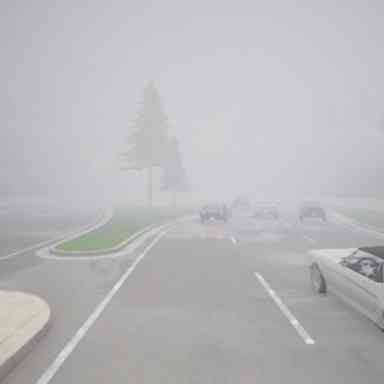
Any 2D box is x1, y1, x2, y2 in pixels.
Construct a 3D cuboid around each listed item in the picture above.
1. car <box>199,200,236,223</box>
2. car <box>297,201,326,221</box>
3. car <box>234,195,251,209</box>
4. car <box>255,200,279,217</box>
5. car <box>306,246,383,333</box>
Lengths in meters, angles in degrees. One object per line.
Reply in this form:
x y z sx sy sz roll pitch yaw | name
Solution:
1.872 1.488 24.760 1.895 1.301 4.718 0 0 13 | car
9.272 1.407 25.861 1.812 1.442 4.674 0 0 15 | car
6.170 1.164 41.073 2.097 1.767 4.553 0 0 13 | car
6.622 1.392 29.277 1.812 1.442 4.674 0 0 16 | car
3.604 1.574 5.728 1.895 1.301 4.718 0 0 0 | car
